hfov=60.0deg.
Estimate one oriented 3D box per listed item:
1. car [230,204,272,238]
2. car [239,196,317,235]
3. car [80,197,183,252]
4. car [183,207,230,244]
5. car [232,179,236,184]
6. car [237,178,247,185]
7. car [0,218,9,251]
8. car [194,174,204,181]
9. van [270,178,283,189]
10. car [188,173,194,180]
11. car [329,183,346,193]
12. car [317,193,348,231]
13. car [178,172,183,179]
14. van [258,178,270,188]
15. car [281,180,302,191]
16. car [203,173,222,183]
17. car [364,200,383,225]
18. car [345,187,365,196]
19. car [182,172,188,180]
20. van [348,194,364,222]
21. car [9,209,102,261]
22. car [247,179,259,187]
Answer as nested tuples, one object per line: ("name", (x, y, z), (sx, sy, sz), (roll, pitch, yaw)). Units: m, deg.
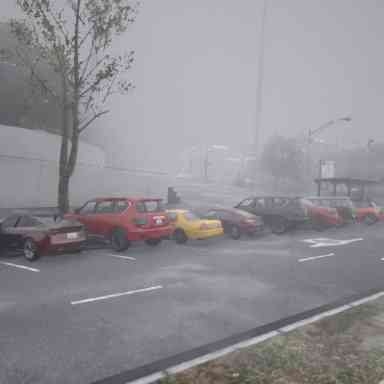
("car", (1.474, 1.548, 17.551), (4.674, 1.452, 2.002), (-1, -1, 35))
("car", (3.900, 1.262, 19.310), (5.566, 2.045, 2.435), (-1, -1, 35))
("car", (-3.450, 1.247, 14.093), (5.566, 2.045, 2.435), (-1, -1, 34))
("car", (-1.132, 1.502, 15.922), (5.366, 1.575, 1.946), (-1, -1, 35))
("car", (10.682, -2.318, 75.137), (2.002, 1.452, 4.674), (7, 3, 35))
("car", (12.426, -2.044, 72.676), (2.002, 1.452, 4.674), (7, 4, 35))
("car", (-8.313, 1.492, 10.599), (4.892, 1.521, 2.231), (-1, -1, 34))
("car", (3.720, -3.699, 84.903), (2.435, 2.045, 5.566), (7, 3, 34))
("van", (17.565, -1.491, 65.156), (1.878, 1.987, 4.442), (7, 4, 35))
("car", (1.925, -3.851, 87.368), (2.185, 1.767, 4.553), (6, 3, 34))
("car", (24.541, -0.427, 55.412), (2.435, 2.045, 5.566), (7, 3, 35))
("car", (6.413, 1.266, 21.016), (5.566, 2.045, 2.435), (-1, -1, 35))
("car", (-1.579, -4.363, 92.183), (2.435, 2.045, 5.566), (1, -1, 34))
("van", (15.834, -1.764, 67.626), (1.878, 1.987, 4.442), (7, 4, 35))
("car", (19.326, -0.993, 62.794), (2.231, 1.521, 4.892), (7, 3, 35))
("car", (5.573, -3.176, 82.644), (1.946, 1.575, 5.366), (7, 3, 34))
("car", (11.358, 1.402, 24.439), (4.553, 1.767, 2.185), (-1, -1, 35))
("car", (26.233, 0.136, 52.940), (2.002, 1.452, 4.674), (7, 3, 35))
("car", (0.193, -4.085, 89.837), (2.185, 1.767, 4.553), (4, 1, 33))
("van", (8.950, 1.296, 22.687), (4.442, 1.987, 1.878), (-1, -1, 35))
("car", (-5.894, 1.523, 12.346), (4.792, 1.488, 2.163), (-1, -1, 35))
("car", (14.259, -1.812, 70.356), (1.946, 1.575, 5.366), (7, 3, 35))
